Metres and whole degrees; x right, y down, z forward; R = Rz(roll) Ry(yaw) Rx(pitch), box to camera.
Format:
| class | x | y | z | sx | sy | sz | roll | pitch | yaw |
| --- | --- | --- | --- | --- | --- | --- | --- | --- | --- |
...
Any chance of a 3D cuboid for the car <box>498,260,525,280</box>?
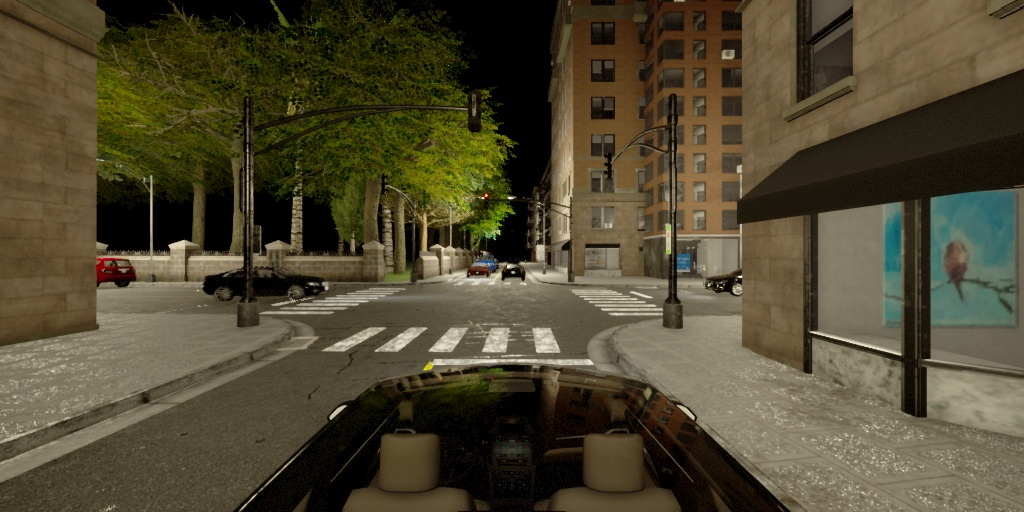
| class | x | y | z | sx | sy | sz | roll | pitch | yaw |
| --- | --- | --- | --- | --- | --- | --- | --- | --- | --- |
| car | 0.113 | 1.297 | 31.226 | 1.994 | 1.385 | 4.181 | 0 | 0 | 1 |

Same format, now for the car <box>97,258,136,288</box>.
| class | x | y | z | sx | sy | sz | roll | pitch | yaw |
| --- | --- | --- | --- | --- | --- | --- | --- | --- | --- |
| car | -25.921 | 1.035 | 21.775 | 5.009 | 1.841 | 2.192 | 0 | 0 | 1 |

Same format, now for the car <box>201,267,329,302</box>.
| class | x | y | z | sx | sy | sz | roll | pitch | yaw |
| --- | --- | --- | --- | --- | --- | --- | --- | --- | --- |
| car | -11.064 | 1.231 | 16.325 | 4.902 | 1.511 | 2.128 | 0 | 0 | -8 |

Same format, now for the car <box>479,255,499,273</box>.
| class | x | y | z | sx | sy | sz | roll | pitch | yaw |
| --- | --- | --- | --- | --- | --- | --- | --- | --- | --- |
| car | -3.039 | 0.933 | 42.910 | 2.150 | 2.045 | 5.566 | 0 | 0 | 0 |

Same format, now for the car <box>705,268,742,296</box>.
| class | x | y | z | sx | sy | sz | roll | pitch | yaw |
| --- | --- | --- | --- | --- | --- | --- | --- | --- | --- |
| car | 12.691 | 1.271 | 18.674 | 4.892 | 1.490 | 1.837 | 0 | 0 | 1 |

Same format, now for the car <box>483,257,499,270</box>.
| class | x | y | z | sx | sy | sz | roll | pitch | yaw |
| --- | --- | --- | --- | --- | --- | --- | --- | --- | --- |
| car | -3.015 | 1.044 | 52.971 | 2.097 | 1.767 | 4.553 | 0 | 0 | 0 |

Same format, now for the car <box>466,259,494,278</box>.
| class | x | y | z | sx | sy | sz | roll | pitch | yaw |
| --- | --- | --- | --- | --- | --- | --- | --- | --- | --- |
| car | -3.051 | 1.293 | 33.602 | 1.994 | 1.385 | 4.181 | 0 | 0 | 0 |
